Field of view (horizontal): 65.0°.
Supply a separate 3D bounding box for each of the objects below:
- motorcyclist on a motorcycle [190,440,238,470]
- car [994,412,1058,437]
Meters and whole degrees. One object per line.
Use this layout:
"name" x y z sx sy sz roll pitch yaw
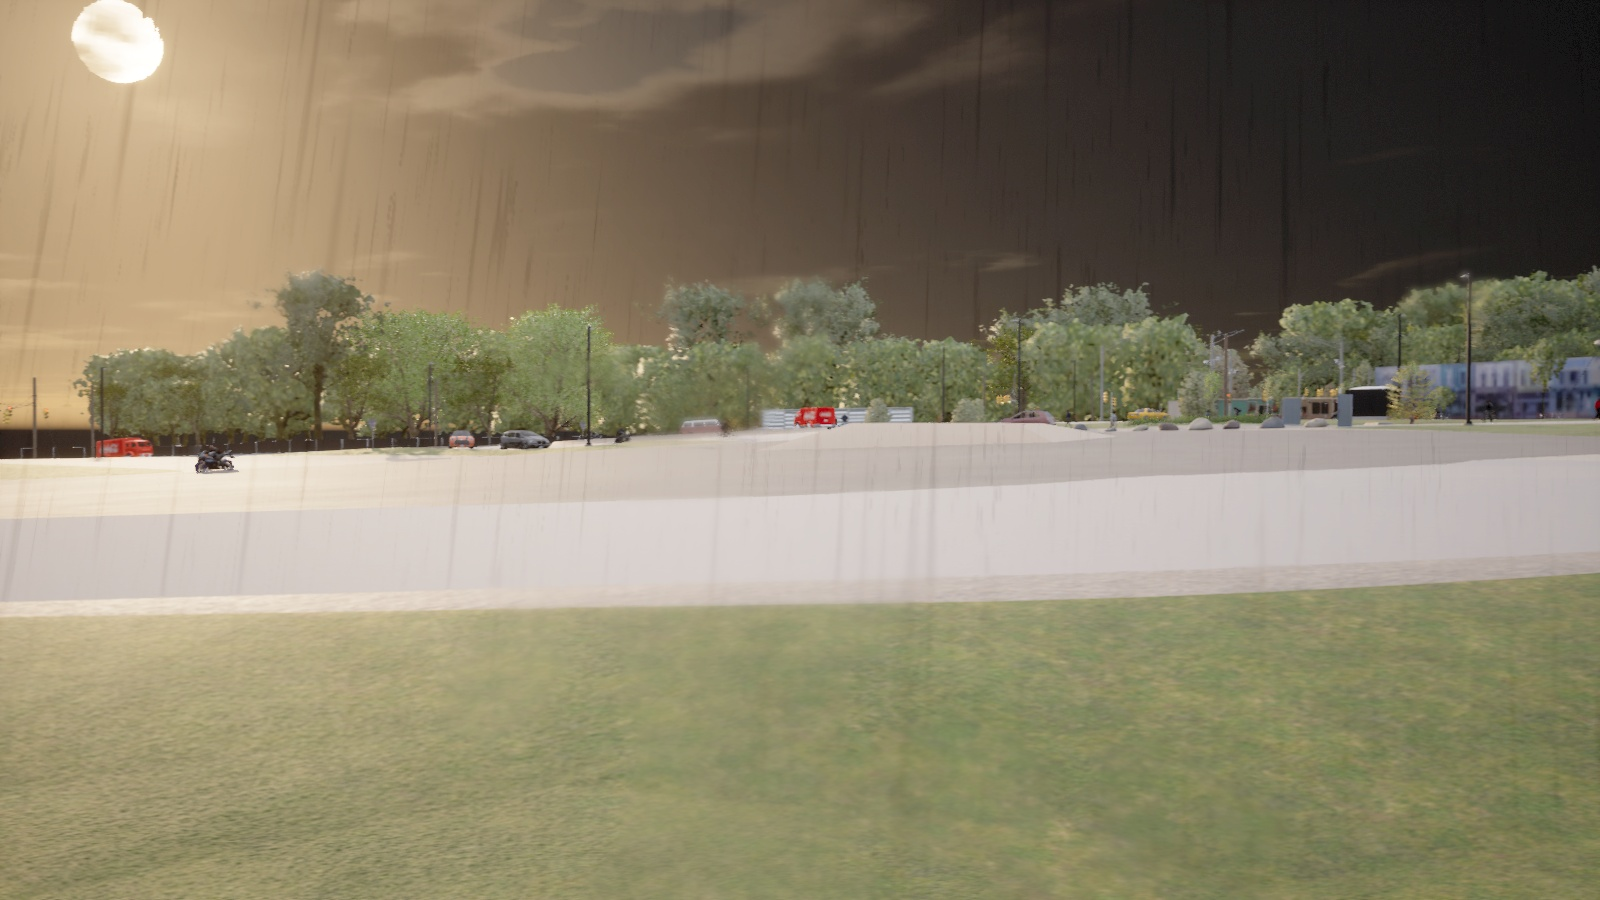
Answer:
"motorcyclist on a motorcycle" -32.510 0.273 69.700 0.866 1.530 2.191 0 3 35
"car" 14.597 -1.636 81.108 3.633 1.501 1.845 -1 3 29
